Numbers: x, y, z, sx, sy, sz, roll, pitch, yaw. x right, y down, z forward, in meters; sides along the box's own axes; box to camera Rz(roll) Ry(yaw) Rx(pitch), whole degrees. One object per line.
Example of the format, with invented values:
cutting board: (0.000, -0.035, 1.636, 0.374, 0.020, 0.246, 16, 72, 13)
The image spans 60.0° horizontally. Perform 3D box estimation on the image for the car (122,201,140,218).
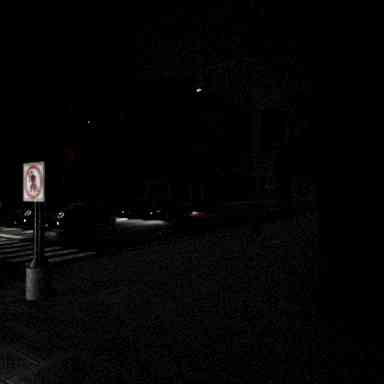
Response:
car: (-4.663, 1.480, 29.487, 1.994, 1.385, 4.181, 0, 0, 35)

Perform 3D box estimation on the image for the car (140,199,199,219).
car: (-1.793, 1.413, 27.904, 1.837, 1.490, 4.892, 0, 0, 35)

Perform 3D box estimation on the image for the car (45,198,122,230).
car: (-6.929, 1.298, 20.648, 2.097, 1.767, 4.553, 0, 0, 35)

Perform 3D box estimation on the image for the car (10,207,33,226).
car: (-9.653, 1.304, 22.428, 2.097, 1.767, 4.553, 0, 0, 35)

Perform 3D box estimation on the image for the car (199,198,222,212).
car: (1.383, 1.419, 38.017, 2.033, 1.411, 5.357, 0, 0, 36)
